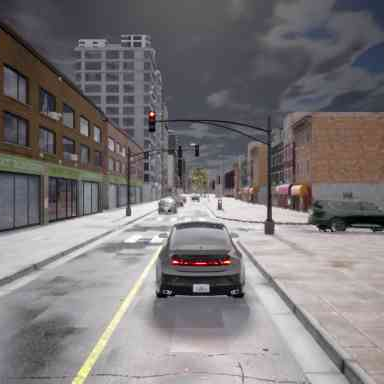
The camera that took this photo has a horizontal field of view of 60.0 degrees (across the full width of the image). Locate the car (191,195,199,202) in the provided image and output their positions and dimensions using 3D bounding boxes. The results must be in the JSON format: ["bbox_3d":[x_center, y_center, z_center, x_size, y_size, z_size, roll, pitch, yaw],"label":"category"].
[{"bbox_3d":[0.724,1.465,75.097,1.837,1.490,4.892,0,0,1],"label":"car"}]

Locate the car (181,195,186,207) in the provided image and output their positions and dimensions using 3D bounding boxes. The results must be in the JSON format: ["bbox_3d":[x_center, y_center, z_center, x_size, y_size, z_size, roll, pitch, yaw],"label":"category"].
[{"bbox_3d":[-2.369,1.344,50.444,2.097,1.767,4.553,0,0,1],"label":"car"}]

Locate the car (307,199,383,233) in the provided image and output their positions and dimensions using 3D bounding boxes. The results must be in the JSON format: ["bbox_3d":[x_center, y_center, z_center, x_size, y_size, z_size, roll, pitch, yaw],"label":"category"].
[{"bbox_3d":[9.868,1.455,20.066,5.566,2.045,2.150,1,0,-1],"label":"car"}]

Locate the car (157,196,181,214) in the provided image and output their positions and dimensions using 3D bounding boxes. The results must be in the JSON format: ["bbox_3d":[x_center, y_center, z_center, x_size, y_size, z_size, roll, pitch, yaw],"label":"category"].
[{"bbox_3d":[-2.527,1.488,35.139,2.128,1.511,4.902,0,0,0],"label":"car"}]

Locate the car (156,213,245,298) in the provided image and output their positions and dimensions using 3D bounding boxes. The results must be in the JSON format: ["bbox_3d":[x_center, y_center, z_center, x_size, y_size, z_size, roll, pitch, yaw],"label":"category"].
[{"bbox_3d":[0.174,1.505,8.485,1.837,1.490,4.892,0,0,0],"label":"car"}]
